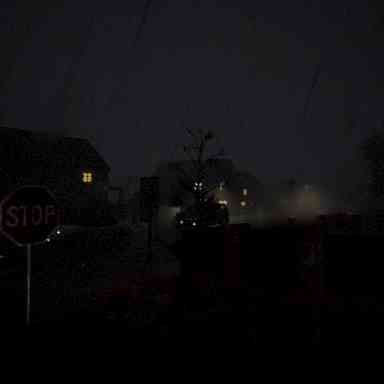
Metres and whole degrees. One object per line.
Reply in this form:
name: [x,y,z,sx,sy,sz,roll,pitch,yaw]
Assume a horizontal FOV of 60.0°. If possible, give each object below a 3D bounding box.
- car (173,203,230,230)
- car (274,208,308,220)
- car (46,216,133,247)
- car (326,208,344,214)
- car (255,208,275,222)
car: [0.875,1.863,25.767,2.150,2.045,5.566,1,-1,35]
car: [10.773,2.613,34.713,2.033,1.411,5.357,1,-1,35]
car: [-5.309,1.934,16.997,1.895,1.301,4.718,1,-1,35]
car: [21.581,3.134,50.075,2.128,1.511,4.902,1,-1,35]
car: [8.651,2.534,36.788,2.128,1.511,4.902,1,-1,35]
